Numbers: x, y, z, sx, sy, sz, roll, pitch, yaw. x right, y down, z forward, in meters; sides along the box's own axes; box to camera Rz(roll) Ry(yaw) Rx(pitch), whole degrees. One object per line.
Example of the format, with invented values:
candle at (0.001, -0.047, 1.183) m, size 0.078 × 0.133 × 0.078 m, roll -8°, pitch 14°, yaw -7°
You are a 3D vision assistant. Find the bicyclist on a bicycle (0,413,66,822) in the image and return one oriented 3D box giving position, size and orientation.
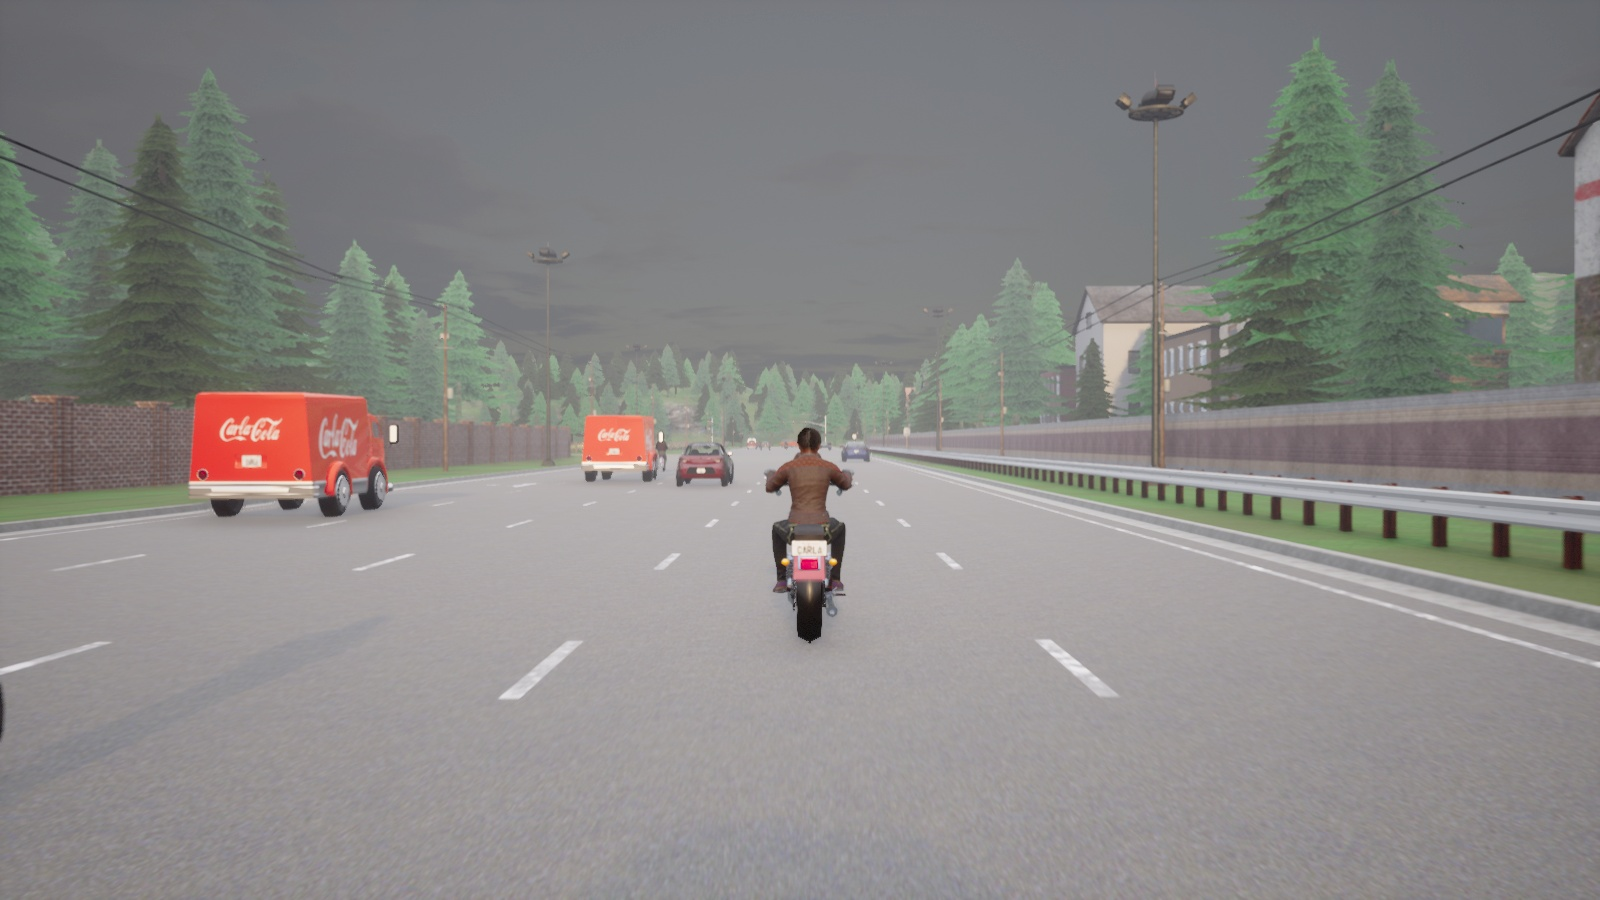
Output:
bicyclist on a bicycle at (-3.459, 0.663, 4.585) m, size 0.582 × 1.620 × 1.656 m, roll 0°, pitch 0°, yaw 0°

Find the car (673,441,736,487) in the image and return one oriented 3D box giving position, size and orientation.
car at (-3.239, 0.442, 43.193) m, size 1.816 × 1.474 × 4.193 m, roll 0°, pitch 0°, yaw 0°

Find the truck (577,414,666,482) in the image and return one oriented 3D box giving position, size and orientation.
truck at (-6.710, -0.095, 47.918) m, size 2.627 × 2.467 × 5.204 m, roll 0°, pitch 0°, yaw 0°

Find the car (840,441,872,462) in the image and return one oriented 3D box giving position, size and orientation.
car at (4.036, 0.082, 91.440) m, size 2.163 × 1.488 × 4.792 m, roll 0°, pitch 0°, yaw 0°

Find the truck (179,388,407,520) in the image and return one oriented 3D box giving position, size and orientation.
truck at (-10.335, 0.060, 26.182) m, size 2.627 × 2.467 × 5.204 m, roll 0°, pitch 0°, yaw 0°

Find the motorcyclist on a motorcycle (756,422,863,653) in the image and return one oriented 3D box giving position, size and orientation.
motorcyclist on a motorcycle at (0.073, 0.623, 10.141) m, size 0.766 × 1.649 × 2.350 m, roll 0°, pitch 0°, yaw 0°
